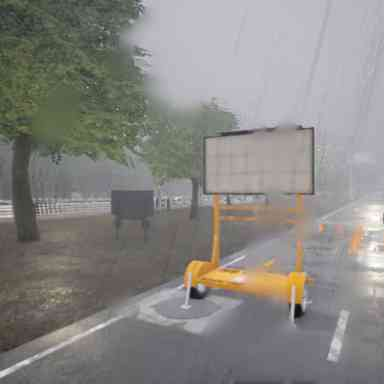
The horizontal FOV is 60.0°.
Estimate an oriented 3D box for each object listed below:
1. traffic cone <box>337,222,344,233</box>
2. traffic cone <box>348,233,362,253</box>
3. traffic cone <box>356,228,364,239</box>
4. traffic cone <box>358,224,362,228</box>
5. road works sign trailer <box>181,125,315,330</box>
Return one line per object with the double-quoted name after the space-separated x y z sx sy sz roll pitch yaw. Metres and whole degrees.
8.170 1.962 18.303 0.340 0.580 0.340 0 0 29 "traffic cone"
6.120 1.959 12.576 0.340 0.580 0.340 0 0 29 "traffic cone"
7.094 1.961 14.322 0.340 0.580 0.340 0 0 29 "traffic cone"
8.069 1.963 16.069 0.340 0.580 0.340 0 0 29 "traffic cone"
1.429 0.459 7.177 2.380 3.560 2.880 0 0 29 "road works sign trailer"
